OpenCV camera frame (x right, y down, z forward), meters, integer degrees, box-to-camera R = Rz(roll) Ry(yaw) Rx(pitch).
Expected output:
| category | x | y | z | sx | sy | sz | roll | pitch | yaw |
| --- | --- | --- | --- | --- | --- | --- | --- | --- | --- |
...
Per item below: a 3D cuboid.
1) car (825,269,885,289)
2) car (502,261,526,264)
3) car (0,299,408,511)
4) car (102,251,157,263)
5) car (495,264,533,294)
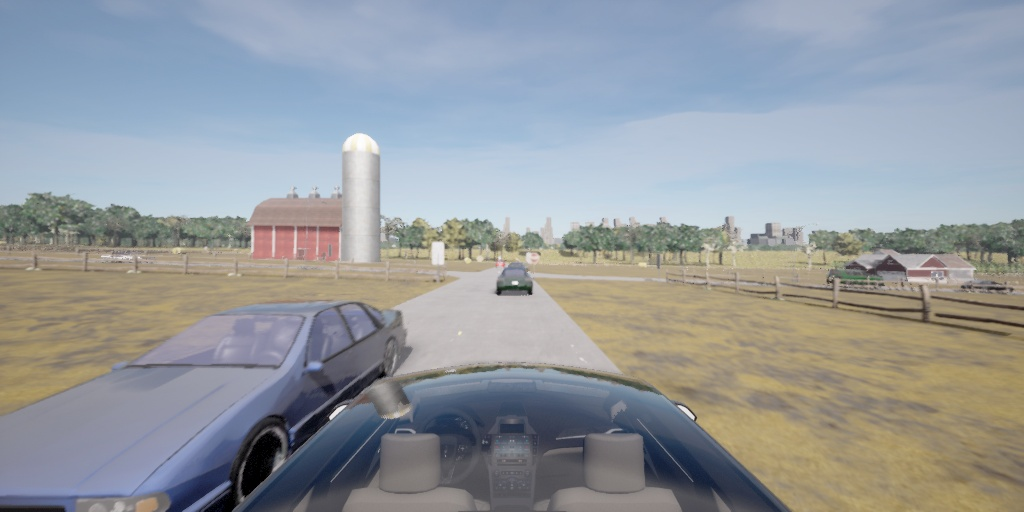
| category | x | y | z | sx | sy | sz | roll | pitch | yaw |
| --- | --- | --- | --- | --- | --- | --- | --- | --- | --- |
| car | 39.463 | 2.628 | 41.291 | 5.566 | 2.045 | 2.150 | 2 | 0 | 0 |
| car | 0.682 | 1.378 | 35.021 | 1.837 | 1.490 | 4.892 | -1 | -1 | 11 |
| car | -2.850 | 1.295 | 4.492 | 2.033 | 1.411 | 5.357 | 0 | 0 | 0 |
| car | -44.036 | 0.121 | 41.381 | 4.718 | 1.301 | 1.895 | 2 | 0 | 1 |
| car | 0.110 | 1.319 | 20.141 | 1.994 | 1.385 | 4.181 | 0 | 0 | -1 |
